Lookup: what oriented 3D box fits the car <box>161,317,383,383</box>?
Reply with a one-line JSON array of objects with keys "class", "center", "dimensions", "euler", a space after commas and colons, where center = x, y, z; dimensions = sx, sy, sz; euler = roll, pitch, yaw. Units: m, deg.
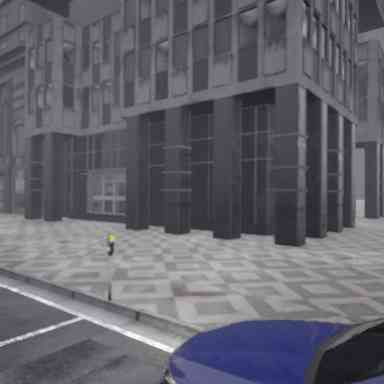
[{"class": "car", "center": [1.818, 1.546, 2.069], "dimensions": [4.674, 1.442, 1.812], "euler": [0, 0, 38]}]
